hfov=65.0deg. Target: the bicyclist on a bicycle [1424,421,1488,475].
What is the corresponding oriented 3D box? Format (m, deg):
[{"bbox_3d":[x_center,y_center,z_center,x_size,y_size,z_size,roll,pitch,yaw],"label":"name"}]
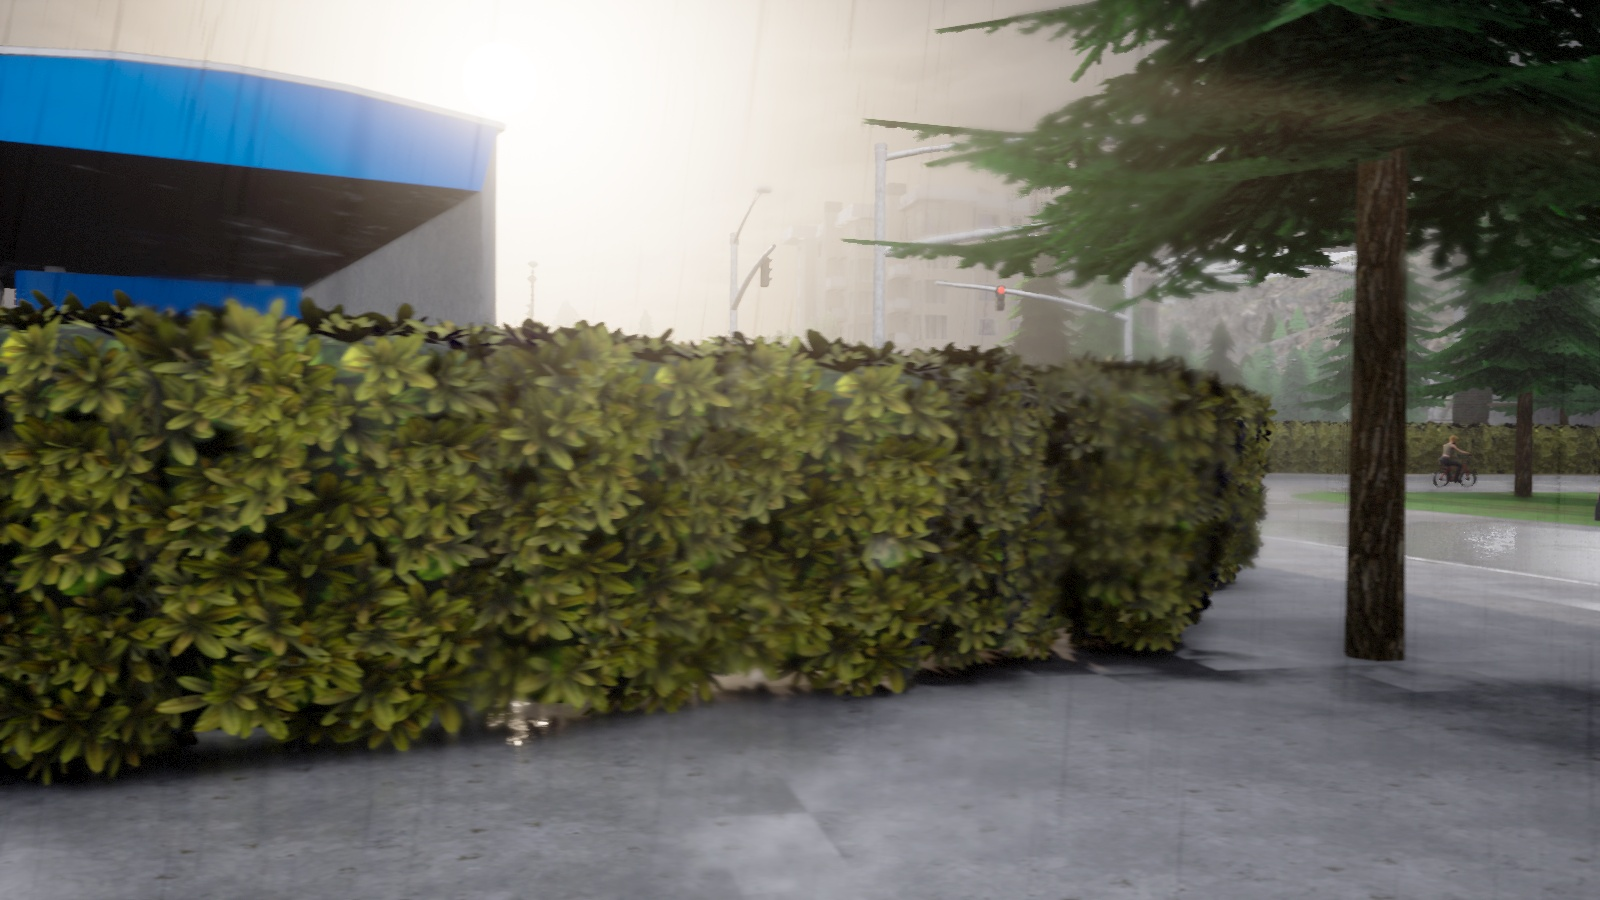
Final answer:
[{"bbox_3d":[19.961,-0.072,38.225,1.509,1.612,0.866,-1,1,-12],"label":"bicyclist on a bicycle"}]
